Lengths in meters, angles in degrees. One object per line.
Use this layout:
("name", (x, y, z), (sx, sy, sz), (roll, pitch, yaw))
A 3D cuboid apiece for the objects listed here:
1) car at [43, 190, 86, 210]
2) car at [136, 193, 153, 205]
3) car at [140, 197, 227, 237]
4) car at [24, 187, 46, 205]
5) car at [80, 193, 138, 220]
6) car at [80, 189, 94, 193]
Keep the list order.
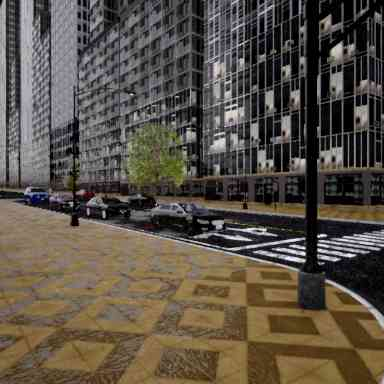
("car", (-12.378, 0.899, 32.143), (2.128, 1.511, 4.902), (0, 1, -38))
("car", (-6.116, 0.875, 40.272), (1.812, 1.442, 4.674), (0, 1, -38))
("car", (-0.301, 1.257, 16.751), (2.128, 1.511, 4.902), (0, 1, -38))
("car", (-18.895, 0.433, 40.549), (2.150, 2.045, 5.566), (0, 1, -38))
("car", (-6.143, 1.097, 24.184), (1.837, 1.490, 4.892), (0, 1, -38))
("car", (-17.769, 0.352, 55.185), (2.097, 1.767, 4.553), (0, 1, -39))
